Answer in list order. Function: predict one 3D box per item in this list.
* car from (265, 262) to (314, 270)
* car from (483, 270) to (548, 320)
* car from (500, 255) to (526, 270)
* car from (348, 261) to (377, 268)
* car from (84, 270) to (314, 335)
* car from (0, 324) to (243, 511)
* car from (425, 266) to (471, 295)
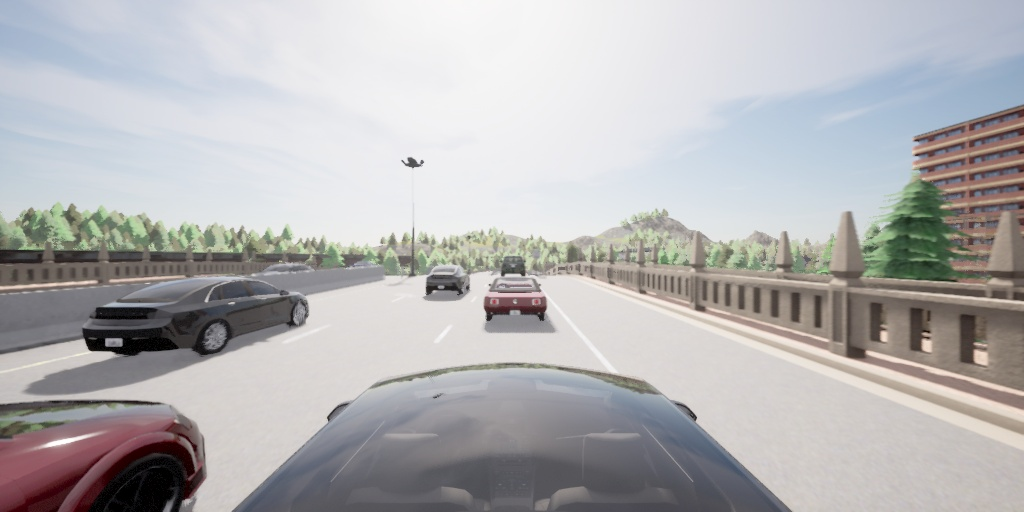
[{"bbox_3d":[-14.053,1.249,22.161,1.837,1.490,4.892,0,0,0],"label":"car"},{"bbox_3d":[0.097,1.347,12.551,1.895,1.301,4.718,0,0,0],"label":"car"},{"bbox_3d":[0.093,0.992,32.779,2.150,2.045,5.566,0,-1,0],"label":"car"},{"bbox_3d":[-17.509,1.297,42.253,1.882,1.535,5.008,0,-3,0],"label":"car"},{"bbox_3d":[-6.899,1.252,8.636,1.837,1.490,4.892,0,0,0],"label":"car"},{"bbox_3d":[-3.389,1.314,1.070,1.994,1.385,4.181,0,0,0],"label":"car"},{"bbox_3d":[-3.404,1.249,19.605,1.837,1.490,4.892,0,0,0],"label":"car"}]
